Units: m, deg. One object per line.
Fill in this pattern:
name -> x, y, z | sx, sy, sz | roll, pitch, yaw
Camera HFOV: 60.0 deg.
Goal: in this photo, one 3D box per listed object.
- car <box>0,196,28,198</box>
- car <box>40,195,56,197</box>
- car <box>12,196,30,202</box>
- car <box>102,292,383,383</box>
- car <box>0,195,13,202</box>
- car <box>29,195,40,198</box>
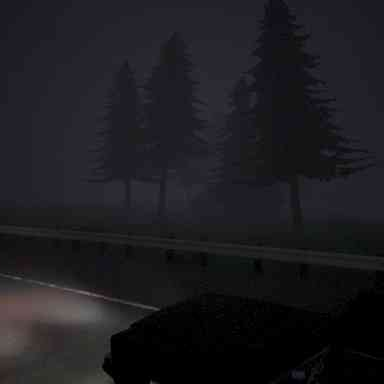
car -> -35.848, 1.525, 66.831 | 2.128, 1.511, 4.902 | 0, 0, 14
car -> -34.600, 1.540, 81.605 | 2.033, 1.411, 5.357 | 0, 0, -1
car -> -41.584, 1.595, 80.931 | 1.895, 1.301, 4.718 | 0, 0, -1
car -> 1.441, 1.601, 2.740 | 4.718, 1.301, 1.895 | 0, 0, 35
car -> -45.103, 1.546, 79.715 | 1.994, 1.385, 4.181 | 0, 0, 2
car -> -38.102, 1.525, 80.866 | 2.128, 1.511, 4.902 | 0, 0, 2
